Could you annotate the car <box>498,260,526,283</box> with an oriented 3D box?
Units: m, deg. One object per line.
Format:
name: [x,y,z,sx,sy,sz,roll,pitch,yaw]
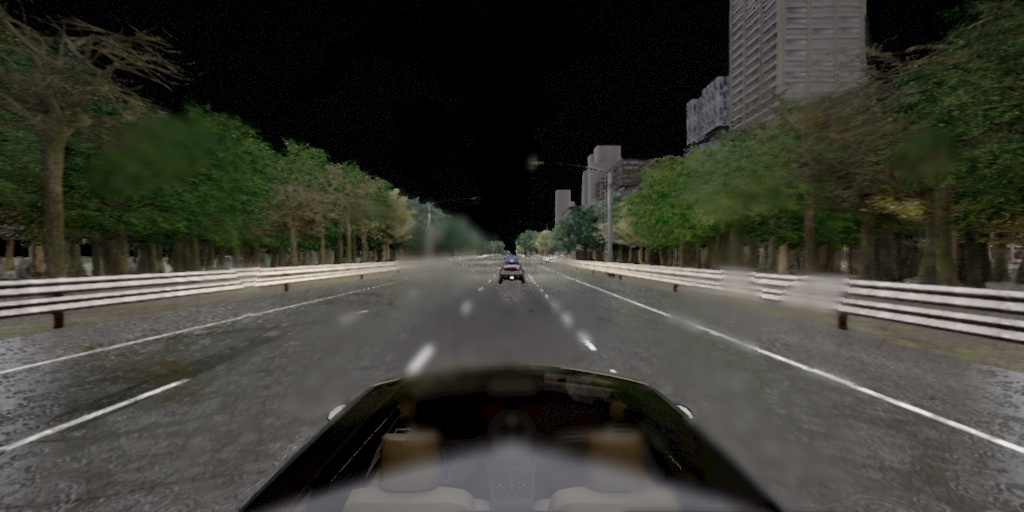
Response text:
car: [-0.004,1.251,27.455,1.837,1.490,4.892,0,0,0]

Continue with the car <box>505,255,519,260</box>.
car: [-0.011,0.896,58.288,2.150,2.045,5.566,0,0,0]
